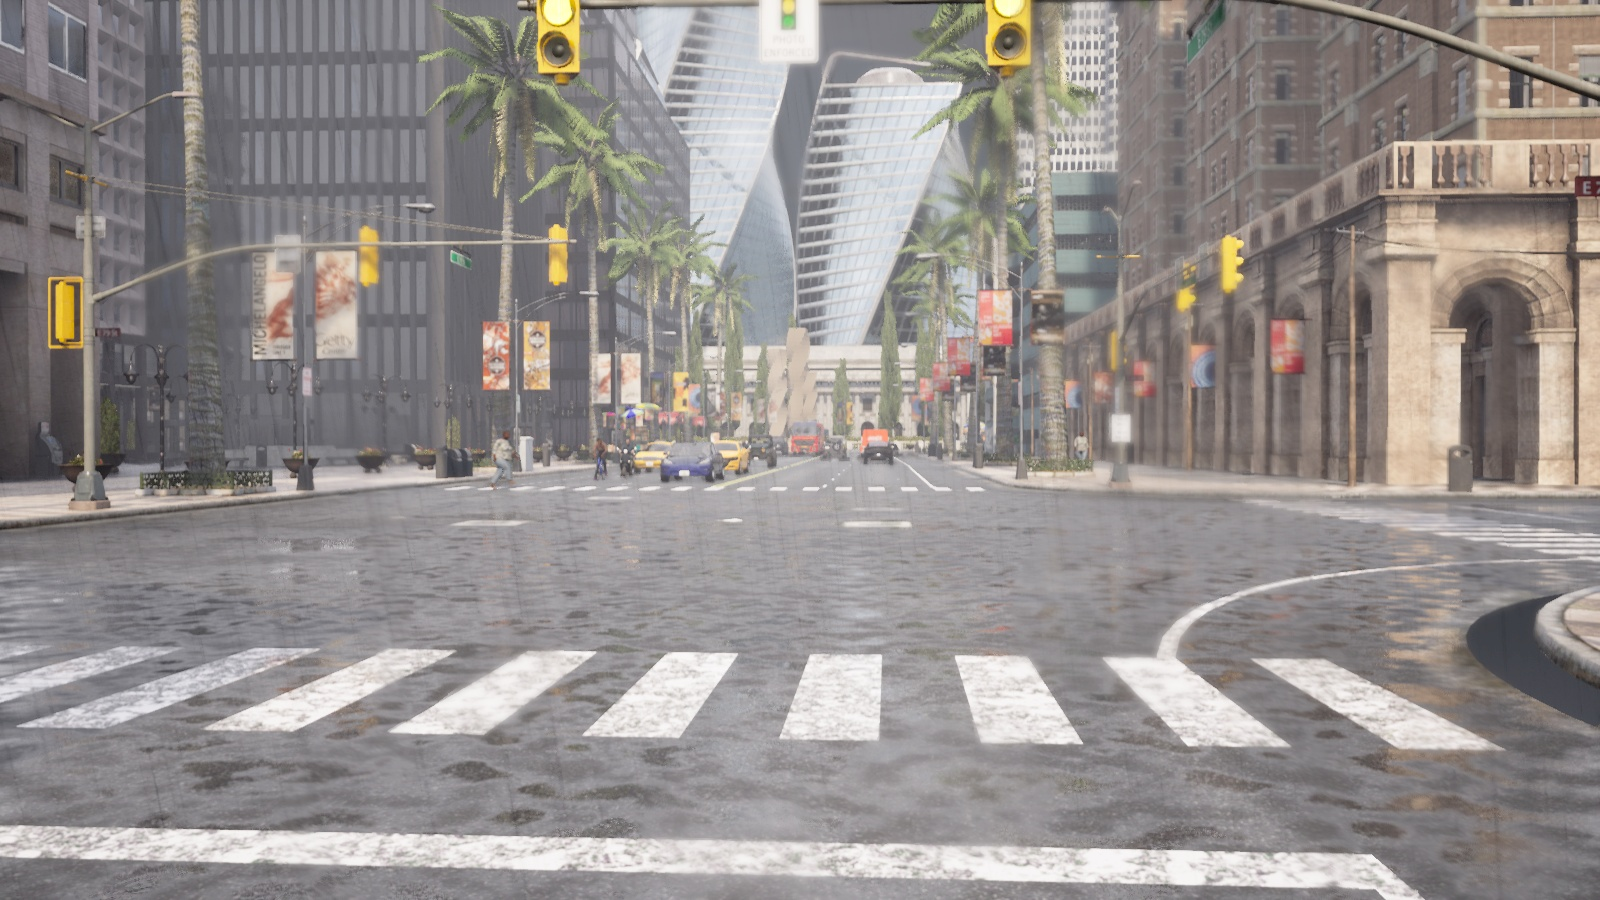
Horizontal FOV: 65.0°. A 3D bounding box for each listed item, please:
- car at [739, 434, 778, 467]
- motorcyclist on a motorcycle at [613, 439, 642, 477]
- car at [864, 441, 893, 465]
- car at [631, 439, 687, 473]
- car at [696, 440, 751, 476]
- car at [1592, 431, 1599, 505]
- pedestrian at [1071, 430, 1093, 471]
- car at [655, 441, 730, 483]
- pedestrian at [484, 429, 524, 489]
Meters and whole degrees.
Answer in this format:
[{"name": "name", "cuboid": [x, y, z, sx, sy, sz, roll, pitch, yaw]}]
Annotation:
[{"name": "car", "cuboid": [-2.400, 0.035, 73.370, 1.905, 1.878, 3.866, 0, 0, 4]}, {"name": "motorcyclist on a motorcycle", "cuboid": [-7.234, 0.332, 52.740, 0.866, 1.590, 1.817, 0, 0, 4]}, {"name": "car", "cuboid": [5.105, 0.163, 81.988, 1.882, 1.535, 5.008, 0, 0, 3]}, {"name": "car", "cuboid": [-6.738, 0.264, 60.587, 1.801, 1.575, 5.366, 0, 0, 4]}, {"name": "car", "cuboid": [-3.441, 0.327, 57.257, 1.882, 1.535, 5.008, 0, 0, 4]}, {"name": "car", "cuboid": [20.418, 0.415, 27.581, 4.611, 1.667, 2.242, 0, 0, 3]}, {"name": "pedestrian", "cuboid": [12.662, 0.023, 56.402, 0.874, 1.855, 0.900, 0, 0, 5]}, {"name": "car", "cuboid": [-4.036, 0.414, 47.850, 2.163, 1.488, 4.792, 0, 0, 4]}, {"name": "pedestrian", "cuboid": [-9.278, 0.275, 39.373, 0.900, 1.855, 0.874, 0, 0, 16]}]
